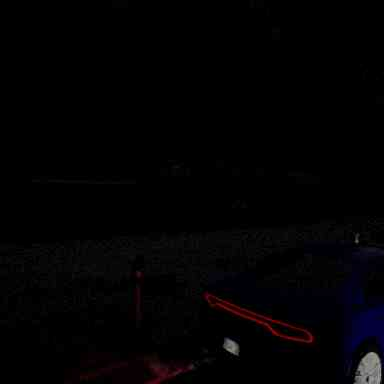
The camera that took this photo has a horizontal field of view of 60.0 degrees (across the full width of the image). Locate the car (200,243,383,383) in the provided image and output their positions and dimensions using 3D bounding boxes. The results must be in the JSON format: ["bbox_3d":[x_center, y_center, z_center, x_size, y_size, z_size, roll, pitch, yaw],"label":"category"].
[{"bbox_3d":[2.441,1.526,5.012,5.008,1.535,1.882,1,0,-35],"label":"car"}]
